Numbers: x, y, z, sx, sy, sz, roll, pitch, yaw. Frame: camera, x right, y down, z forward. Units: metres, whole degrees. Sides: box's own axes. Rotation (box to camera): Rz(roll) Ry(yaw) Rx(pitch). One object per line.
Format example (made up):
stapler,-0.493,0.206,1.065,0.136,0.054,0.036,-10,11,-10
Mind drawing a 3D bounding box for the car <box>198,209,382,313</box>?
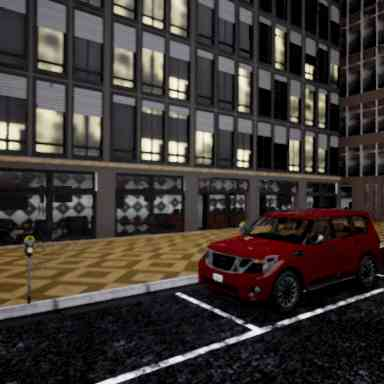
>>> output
car,2.553,1.359,7.922,5.009,1.841,2.192,0,0,-36
